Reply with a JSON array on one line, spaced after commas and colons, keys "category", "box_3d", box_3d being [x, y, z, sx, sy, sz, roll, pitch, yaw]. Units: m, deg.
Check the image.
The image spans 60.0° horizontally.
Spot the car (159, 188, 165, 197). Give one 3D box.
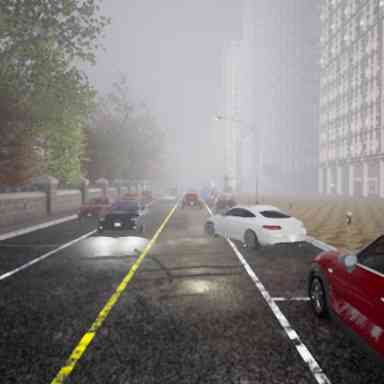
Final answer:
[{"category": "car", "box_3d": [-5.832, 0.098, 54.481, 1.752, 1.417, 4.829, 0, 1, 0]}]

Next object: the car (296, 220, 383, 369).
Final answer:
[{"category": "car", "box_3d": [3.103, 1.239, 4.115, 2.097, 1.767, 4.553, 0, 2, 0]}]

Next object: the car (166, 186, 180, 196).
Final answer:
[{"category": "car", "box_3d": [-3.156, 0.001, 59.888, 1.837, 1.490, 4.892, 0, 1, 0]}]

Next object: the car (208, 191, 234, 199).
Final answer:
[{"category": "car", "box_3d": [2.622, 0.847, 26.521, 2.008, 1.369, 4.403, 0, 1, 0]}]

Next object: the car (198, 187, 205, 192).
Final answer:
[{"category": "car", "box_3d": [2.459, -0.697, 88.456, 1.802, 1.307, 4.206, 0, 1, 0]}]

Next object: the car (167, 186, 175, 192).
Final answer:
[{"category": "car", "box_3d": [-5.936, -0.977, 94.061, 1.967, 1.590, 4.097, 0, 1, 0]}]

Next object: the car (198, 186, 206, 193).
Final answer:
[{"category": "car", "box_3d": [2.475, -0.700, 82.823, 1.967, 1.590, 4.097, 0, 1, 0]}]

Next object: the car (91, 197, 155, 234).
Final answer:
[{"category": "car", "box_3d": [-3.141, 1.135, 16.015, 1.994, 1.385, 4.181, 0, 2, 0]}]

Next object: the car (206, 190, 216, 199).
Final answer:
[{"category": "car", "box_3d": [2.607, 0.731, 32.152, 1.802, 1.307, 4.206, 0, 1, 0]}]

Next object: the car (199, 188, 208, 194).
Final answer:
[{"category": "car", "box_3d": [2.504, -0.275, 71.565, 1.802, 1.307, 4.206, 0, 1, 0]}]

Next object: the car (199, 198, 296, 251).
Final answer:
[{"category": "car", "box_3d": [2.212, 1.189, 12.559, 1.812, 1.442, 4.674, -1, 2, -25]}]

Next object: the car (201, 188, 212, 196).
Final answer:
[{"category": "car", "box_3d": [2.533, 0.009, 60.304, 1.802, 1.307, 4.206, 0, 1, 0]}]

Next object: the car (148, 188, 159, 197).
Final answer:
[{"category": "car", "box_3d": [-5.803, 0.401, 43.390, 1.887, 1.381, 4.507, 0, 1, 0]}]

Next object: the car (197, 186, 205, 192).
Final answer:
[{"category": "car", "box_3d": [2.444, -0.865, 94.086, 2.008, 1.369, 4.403, 0, 1, 0]}]

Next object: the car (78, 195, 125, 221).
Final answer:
[{"category": "car", "box_3d": [-5.744, 0.988, 20.869, 1.887, 1.381, 4.507, 0, 2, 0]}]

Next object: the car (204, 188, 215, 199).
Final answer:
[{"category": "car", "box_3d": [2.593, 0.584, 37.783, 1.802, 1.307, 4.206, 0, 1, 0]}]

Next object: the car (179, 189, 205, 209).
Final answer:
[{"category": "car", "box_3d": [0.001, 0.719, 30.397, 1.812, 1.442, 4.674, 0, 2, 0]}]

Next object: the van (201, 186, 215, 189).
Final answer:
[{"category": "van", "box_3d": [2.563, 0.054, 49.038, 1.690, 1.788, 3.998, 0, 1, 0]}]

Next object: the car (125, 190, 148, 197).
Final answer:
[{"category": "car", "box_3d": [-5.773, 0.692, 32.129, 1.887, 1.381, 4.507, 0, 1, 0]}]

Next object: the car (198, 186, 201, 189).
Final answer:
[{"category": "car", "box_3d": [-0.036, 0.176, 52.305, 2.033, 1.411, 5.357, 0, 1, 0]}]
